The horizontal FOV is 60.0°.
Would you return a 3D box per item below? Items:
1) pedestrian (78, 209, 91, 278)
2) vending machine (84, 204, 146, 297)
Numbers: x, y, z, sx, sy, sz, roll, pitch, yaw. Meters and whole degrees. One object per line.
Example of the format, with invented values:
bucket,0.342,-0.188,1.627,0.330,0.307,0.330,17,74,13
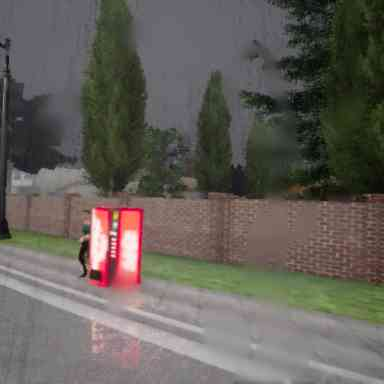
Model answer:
pedestrian,-2.746,1.321,8.731,0.375,1.860,0.375,1,1,40
vending machine,-1.914,1.371,8.346,0.880,2.100,1.100,1,-2,39
